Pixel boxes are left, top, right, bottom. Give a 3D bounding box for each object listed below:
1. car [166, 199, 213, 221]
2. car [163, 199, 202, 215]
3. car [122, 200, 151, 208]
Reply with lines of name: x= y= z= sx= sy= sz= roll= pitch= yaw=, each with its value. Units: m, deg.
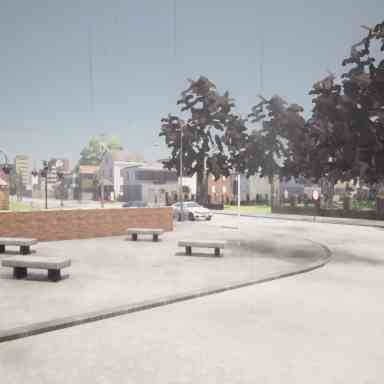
car: x=-0.267 y=1.526 z=27.279 sx=1.812 sy=1.442 sz=4.674 roll=0 pitch=0 yaw=-36
car: x=-1.092 y=1.505 z=35.627 sx=1.837 sy=1.490 sz=4.892 roll=0 pitch=0 yaw=-36
car: x=-5.865 y=1.564 z=35.164 sx=1.994 sy=1.385 sz=4.181 roll=0 pitch=0 yaw=-35
